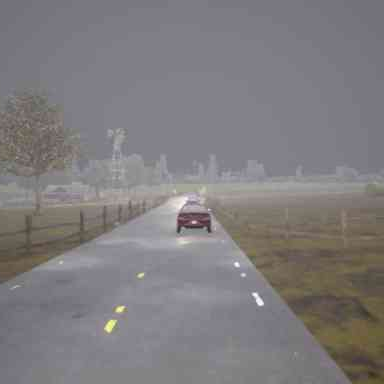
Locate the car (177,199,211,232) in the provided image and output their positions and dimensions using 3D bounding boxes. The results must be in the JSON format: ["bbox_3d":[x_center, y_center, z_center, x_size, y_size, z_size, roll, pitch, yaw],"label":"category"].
[{"bbox_3d":[0.111,1.423,19.902,1.882,1.535,5.008,0,0,0],"label":"car"}]

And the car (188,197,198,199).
[{"bbox_3d":[0.122,1.368,40.536,1.812,1.442,4.674,0,0,0],"label":"car"}]
